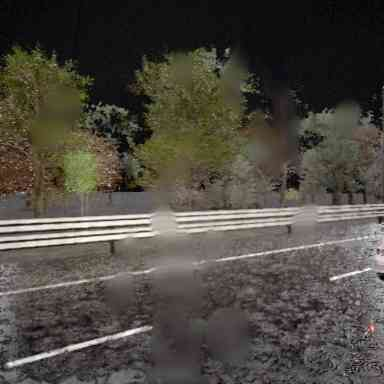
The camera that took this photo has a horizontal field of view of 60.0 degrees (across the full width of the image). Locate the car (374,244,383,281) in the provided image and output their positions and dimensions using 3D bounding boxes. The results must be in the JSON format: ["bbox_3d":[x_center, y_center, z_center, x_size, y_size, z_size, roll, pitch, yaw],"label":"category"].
[{"bbox_3d":[6.415,1.529,8.446,4.674,1.442,1.812,0,0,-35],"label":"car"}]
